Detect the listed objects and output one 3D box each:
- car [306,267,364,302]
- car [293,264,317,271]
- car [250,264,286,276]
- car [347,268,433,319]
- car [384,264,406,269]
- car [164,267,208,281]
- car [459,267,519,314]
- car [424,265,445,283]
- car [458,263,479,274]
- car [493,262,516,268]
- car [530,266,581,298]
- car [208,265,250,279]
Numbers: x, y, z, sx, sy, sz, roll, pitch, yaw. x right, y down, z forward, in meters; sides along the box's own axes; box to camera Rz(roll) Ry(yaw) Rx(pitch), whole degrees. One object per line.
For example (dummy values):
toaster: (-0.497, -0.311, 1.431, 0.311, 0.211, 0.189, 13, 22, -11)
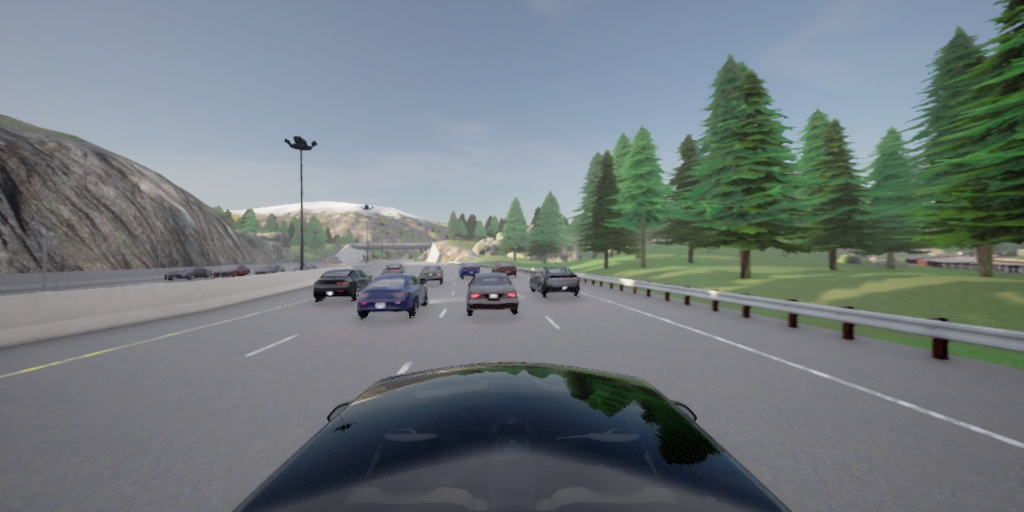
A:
car: (-8.359, 1.410, 18.256, 1.837, 1.490, 4.892, 0, 0, -7)
car: (-23.681, 1.656, 41.339, 2.128, 1.511, 4.902, -1, 0, -15)
car: (-27.025, 1.703, 40.304, 1.837, 1.490, 4.892, -1, -1, -14)
car: (-4.292, 1.367, 13.387, 1.812, 1.442, 4.674, -1, 0, -5)
car: (-10.930, 1.483, 33.631, 2.128, 1.511, 4.902, -1, 0, -11)
car: (-33.482, 1.806, 37.412, 2.033, 1.411, 5.357, -1, 0, -14)
car: (-0.840, 1.353, 14.078, 2.033, 1.411, 5.357, -1, 0, -6)
car: (-6.536, 1.474, 29.356, 2.033, 1.411, 5.357, -1, 0, -10)
car: (-4.312, 1.405, 36.174, 1.882, 1.535, 5.008, -1, 0, -12)
car: (-0.840, 1.368, 36.673, 1.882, 1.535, 5.008, -1, 0, -12)
car: (2.132, 1.282, 18.900, 2.128, 1.511, 4.902, -1, 0, -7)
car: (-30.304, 1.706, 39.008, 1.882, 1.535, 5.008, -1, 0, -14)
